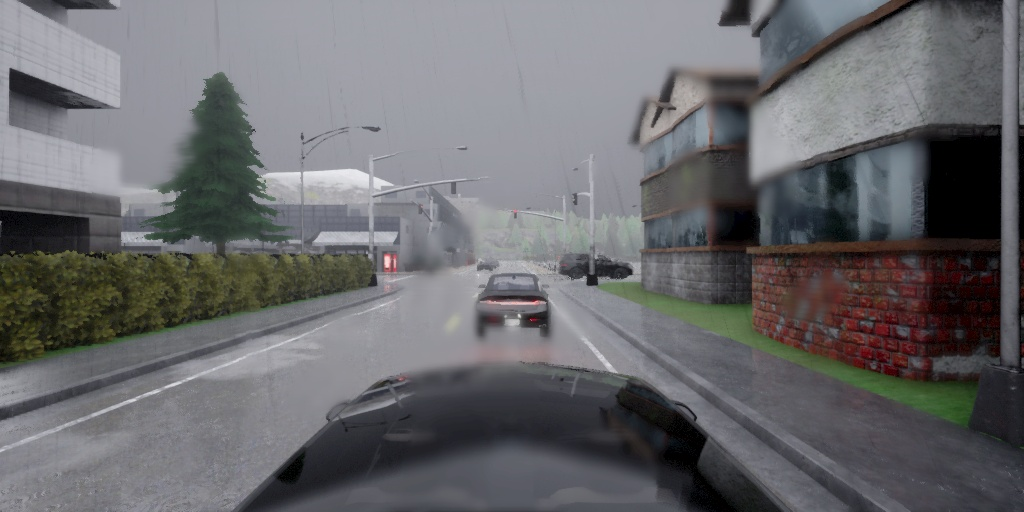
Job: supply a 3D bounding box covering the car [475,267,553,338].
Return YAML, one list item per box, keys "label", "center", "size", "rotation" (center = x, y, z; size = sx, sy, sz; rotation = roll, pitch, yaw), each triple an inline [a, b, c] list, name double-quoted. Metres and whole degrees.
- label: "car"
  center: [0.056, 1.242, 10.165]
  size: [2.128, 1.511, 4.902]
  rotation: [0, 0, 0]

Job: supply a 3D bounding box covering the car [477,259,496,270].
- label: "car"
  center: [-3.590, 1.351, 48.251]
  size: [1.895, 1.301, 4.718]
  rotation: [0, 0, 0]

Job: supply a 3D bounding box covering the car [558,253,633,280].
- label: "car"
  center: [6.367, 0.794, 27.640]
  size: [5.566, 2.045, 2.150]
  rotation: [0, 0, 0]

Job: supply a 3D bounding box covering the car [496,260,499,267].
- label: "car"
  center: [-3.578, 1.314, 58.278]
  size: [1.994, 1.385, 4.181]
  rotation: [0, 0, 0]
